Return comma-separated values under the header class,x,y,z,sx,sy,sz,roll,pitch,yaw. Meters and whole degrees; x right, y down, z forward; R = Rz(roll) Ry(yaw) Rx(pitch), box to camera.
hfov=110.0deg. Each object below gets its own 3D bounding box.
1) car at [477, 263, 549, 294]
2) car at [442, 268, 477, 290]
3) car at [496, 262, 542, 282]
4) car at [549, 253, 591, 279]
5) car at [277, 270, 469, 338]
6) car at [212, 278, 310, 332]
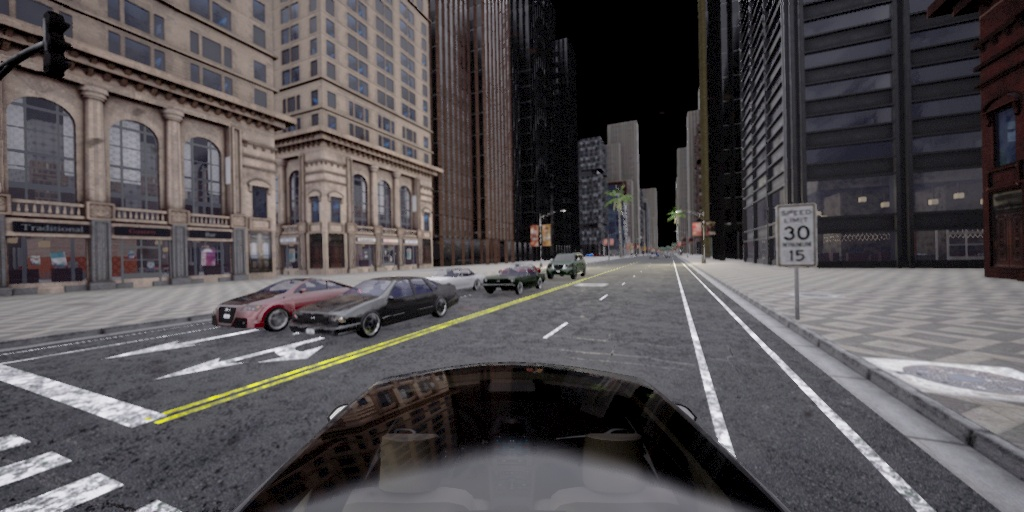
class,x,y,z,sx,sy,sz,roll,pitch,yaw
car,0.228,1.271,19.593,1.895,1.301,4.718,-1,0,24
car,-3.358,1.349,19.524,1.895,1.301,4.718,-1,0,24
car,0.680,1.226,28.629,1.895,1.301,4.718,-1,0,24
car,4.557,0.761,29.368,2.150,2.045,5.566,-1,0,24
car,-3.658,1.338,10.826,2.033,1.411,5.357,-1,0,24
car,-6.904,1.423,11.512,1.994,1.385,4.181,-1,0,24
